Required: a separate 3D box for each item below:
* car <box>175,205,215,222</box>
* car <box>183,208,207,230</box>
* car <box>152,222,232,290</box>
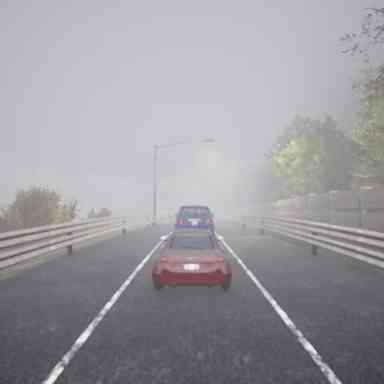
[{"bbox_3d":[0.161,1.833,19.680,2.150,2.045,5.566,0,-3,1],"label":"car"},{"bbox_3d":[0.379,2.645,33.046,2.150,2.045,5.566,0,-4,3],"label":"car"},{"bbox_3d":[0.007,1.777,9.727,1.994,1.385,4.181,0,-2,0],"label":"car"}]
